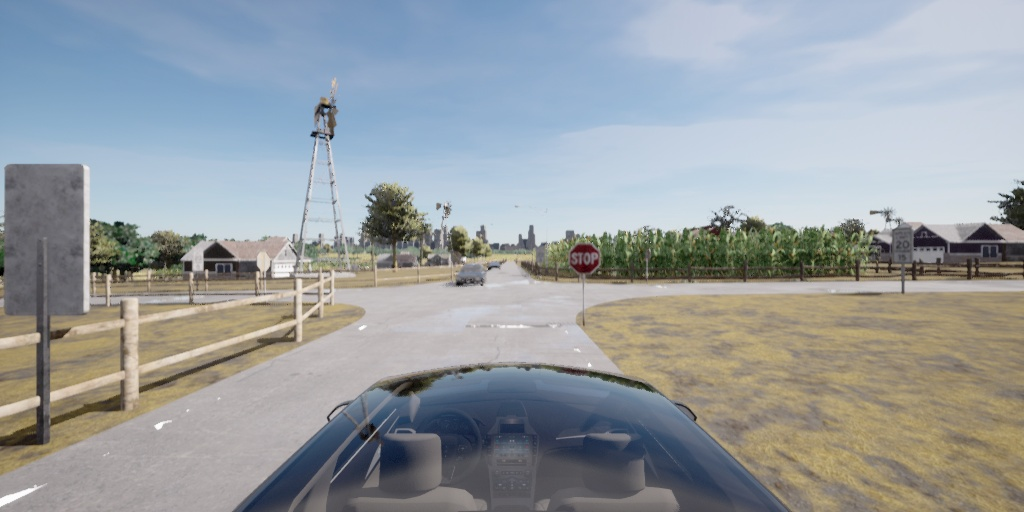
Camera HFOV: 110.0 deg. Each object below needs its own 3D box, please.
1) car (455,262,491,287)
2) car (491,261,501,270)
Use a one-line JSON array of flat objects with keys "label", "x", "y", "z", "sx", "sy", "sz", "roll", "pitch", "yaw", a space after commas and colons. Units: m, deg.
[{"label": "car", "x": -2.759, "y": 1.349, "z": 25.017, "sx": 1.837, "sy": 1.490, "sz": 4.892, "roll": -1, "pitch": 1, "yaw": 0}, {"label": "car", "x": -2.762, "y": 1.523, "z": 57.729, "sx": 2.033, "sy": 1.411, "sz": 5.357, "roll": 0, "pitch": -1, "yaw": 0}]
